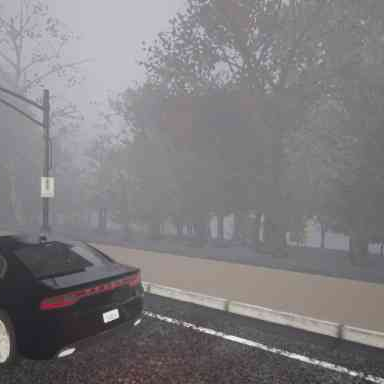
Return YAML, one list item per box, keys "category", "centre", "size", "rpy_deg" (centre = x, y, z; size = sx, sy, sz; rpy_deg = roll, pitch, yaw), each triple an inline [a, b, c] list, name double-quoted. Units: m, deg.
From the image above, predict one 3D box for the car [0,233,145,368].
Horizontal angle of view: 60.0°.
- category: "car"
  centre: [-3.051, 1.477, 5.855]
  size: [5.008, 1.535, 1.882]
  rpy_deg: [0, 0, 37]
